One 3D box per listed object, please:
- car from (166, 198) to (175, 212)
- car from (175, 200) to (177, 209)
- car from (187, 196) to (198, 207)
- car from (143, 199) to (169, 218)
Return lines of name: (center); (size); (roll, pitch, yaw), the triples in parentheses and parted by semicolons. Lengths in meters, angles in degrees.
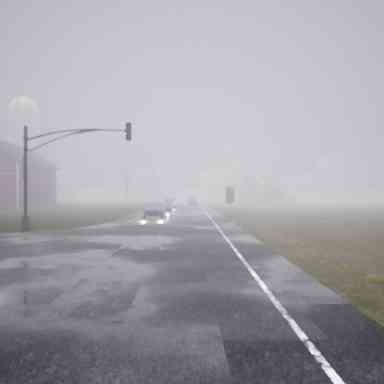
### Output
car: (-3.582, 1.866, 42.580); (1.994, 1.385, 4.181); (0, 0, 0)
car: (-3.528, 1.718, 52.606); (2.097, 1.767, 4.553); (0, 0, 1)
car: (0.120, 1.967, 61.349); (2.033, 1.411, 5.357); (0, 0, -1)
car: (-3.592, 1.713, 32.686); (1.882, 1.535, 5.008); (0, 0, 0)
